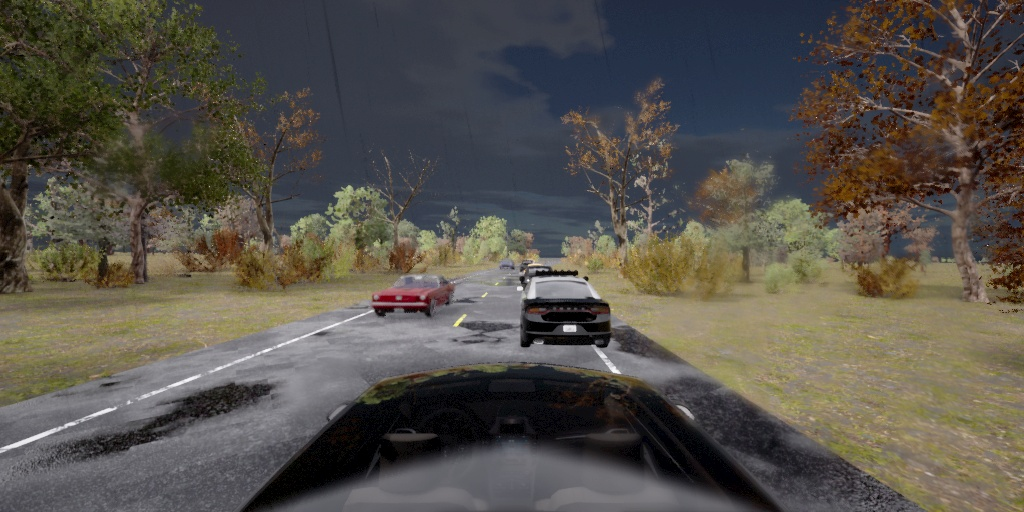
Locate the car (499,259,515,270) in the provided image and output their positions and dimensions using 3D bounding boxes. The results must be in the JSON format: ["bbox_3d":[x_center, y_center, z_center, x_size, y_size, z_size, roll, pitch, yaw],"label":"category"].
[{"bbox_3d":[-0.779,1.217,56.034,2.097,1.767,4.553,0,0,6],"label":"car"}]

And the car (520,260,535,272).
[{"bbox_3d":[2.110,1.332,47.897,1.837,1.490,4.892,0,0,6],"label":"car"}]

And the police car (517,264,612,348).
[{"bbox_3d":[1.152,1.177,9.404,1.930,1.638,5.238,0,0,1],"label":"police car"}]

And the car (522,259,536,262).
[{"bbox_3d":[1.686,1.218,25.405,1.801,1.575,5.366,0,0,3],"label":"car"}]

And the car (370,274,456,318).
[{"bbox_3d":[-3.390,1.355,13.131,1.895,1.301,4.718,0,0,2],"label":"car"}]

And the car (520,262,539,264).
[{"bbox_3d":[1.431,1.263,19.246,1.837,1.490,4.892,0,0,2],"label":"car"}]
